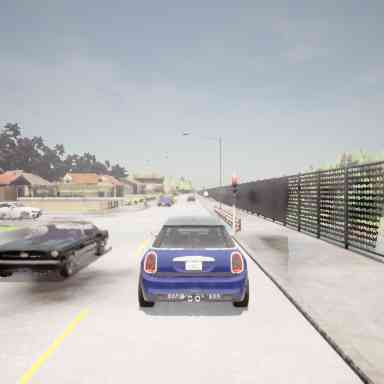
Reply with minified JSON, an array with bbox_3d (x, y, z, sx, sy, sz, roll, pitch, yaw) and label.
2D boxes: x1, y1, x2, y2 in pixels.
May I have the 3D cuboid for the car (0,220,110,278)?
[{"bbox_3d":[-4.060,1.601,10.315,1.895,1.301,4.718,0,0,1],"label":"car"}]

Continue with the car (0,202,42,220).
[{"bbox_3d":[-14.750,1.526,27.190,4.674,1.442,1.812,0,0,0],"label":"car"}]

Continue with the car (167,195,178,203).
[{"bbox_3d":[-4.133,1.478,71.005,1.882,1.535,5.008,0,0,0],"label":"car"}]

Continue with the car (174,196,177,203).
[{"bbox_3d":[-4.183,1.547,60.742,2.033,1.411,5.357,0,0,0],"label":"car"}]

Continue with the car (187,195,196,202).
[{"bbox_3d":[-0.142,1.524,76.319,1.812,1.442,4.674,0,0,0],"label":"car"}]

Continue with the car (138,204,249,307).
[{"bbox_3d":[0.037,1.352,8.119,2.097,1.767,4.553,0,0,0],"label":"car"}]

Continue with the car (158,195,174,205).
[{"bbox_3d":[-4.182,1.526,50.974,1.812,1.442,4.674,0,0,0],"label":"car"}]
